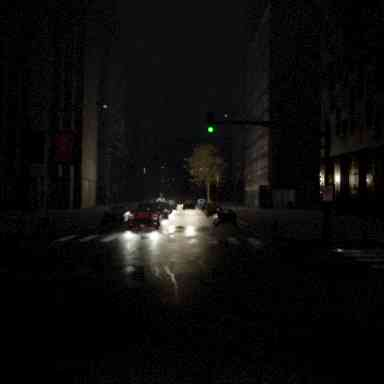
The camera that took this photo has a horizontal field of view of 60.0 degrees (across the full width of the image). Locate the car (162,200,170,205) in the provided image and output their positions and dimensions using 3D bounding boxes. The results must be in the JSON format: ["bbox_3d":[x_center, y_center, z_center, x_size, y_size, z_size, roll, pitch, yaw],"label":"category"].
[{"bbox_3d":[-6.509,2.667,83.906,1.802,1.307,4.206,1,-1,-1],"label":"car"}]

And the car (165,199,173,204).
[{"bbox_3d":[-6.614,2.810,94.732,1.947,1.339,4.313,1,-1,-1],"label":"car"}]

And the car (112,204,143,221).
[{"bbox_3d":[-6.002,1.889,31.450,2.008,1.369,4.403,1,-1,-1],"label":"car"}]

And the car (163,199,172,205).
[{"bbox_3d":[-6.561,2.709,89.320,1.887,1.381,4.507,1,-1,-1],"label":"car"}]

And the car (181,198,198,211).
[{"bbox_3d":[-0.468,2.260,55.369,1.882,1.535,5.008,1,-1,-1],"label":"car"}]

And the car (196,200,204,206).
[{"bbox_3d":[2.010,2.804,84.466,2.008,1.369,4.403,1,-1,-1],"label":"car"}]

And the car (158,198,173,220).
[{"bbox_3d":[-3.344,1.769,33.472,2.097,1.767,4.553,1,-1,0],"label":"car"}]

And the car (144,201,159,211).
[{"bbox_3d":[-6.193,2.142,51.263,1.752,1.417,4.829,1,-1,-1],"label":"car"}]

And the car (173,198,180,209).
[{"bbox_3d":[-3.506,2.202,54.313,2.128,1.511,4.902,1,-1,0],"label":"car"}]

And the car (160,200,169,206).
[{"bbox_3d":[-6.457,2.557,78.494,2.008,1.369,4.403,1,-1,-1],"label":"car"}]

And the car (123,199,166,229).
[{"bbox_3d":[-3.233,1.634,23.729,2.097,1.767,4.553,1,-1,-1],"label":"car"}]

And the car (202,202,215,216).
[{"bbox_3d":[2.464,2.126,37.423,1.887,1.381,4.507,1,-1,-1],"label":"car"}]

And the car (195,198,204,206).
[{"bbox_3d":[1.962,2.646,89.758,2.192,1.841,5.009,1,-1,-1],"label":"car"}]

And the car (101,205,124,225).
[{"bbox_3d":[-5.954,1.820,26.459,2.008,1.369,4.403,1,-1,-1],"label":"car"}]

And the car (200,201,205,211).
[{"bbox_3d":[2.412,2.209,42.866,2.008,1.369,4.403,1,-1,-1],"label":"car"}]

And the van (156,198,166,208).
[{"bbox_3d":[-6.349,2.191,67.673,1.690,1.788,3.998,1,-1,-1],"label":"van"}]

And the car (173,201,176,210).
[{"bbox_3d":[-3.443,2.156,43.348,1.895,1.301,4.718,1,-1,0],"label":"car"}]

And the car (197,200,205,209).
[{"bbox_3d":[2.316,2.348,52.737,2.008,1.369,4.403,1,-1,-1],"label":"car"}]

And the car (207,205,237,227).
[{"bbox_3d":[2.569,1.981,26.535,2.008,1.369,4.403,1,-1,-1],"label":"car"}]

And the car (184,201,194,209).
[{"bbox_3d":[-0.570,2.459,65.791,1.812,1.442,4.674,1,-1,-1],"label":"car"}]

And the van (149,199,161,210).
[{"bbox_3d":[-6.244,2.037,56.847,1.690,1.788,3.998,1,-1,-1],"label":"van"}]

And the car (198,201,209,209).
[{"bbox_3d":[2.214,2.514,63.314,1.947,1.339,4.313,1,-1,-1],"label":"car"}]

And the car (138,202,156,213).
[{"bbox_3d":[-6.143,2.108,46.019,1.947,1.339,4.313,1,-1,-1],"label":"car"}]
